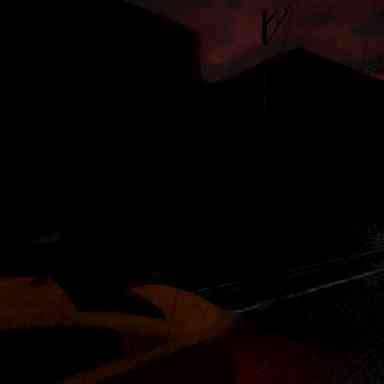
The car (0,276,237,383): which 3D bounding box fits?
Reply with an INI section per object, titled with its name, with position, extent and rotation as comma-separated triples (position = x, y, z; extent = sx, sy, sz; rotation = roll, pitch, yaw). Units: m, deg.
[car]
position = -1.942, 1.480, 2.275
extent = 5.008, 1.535, 1.882
rotation = 0, 0, -35
